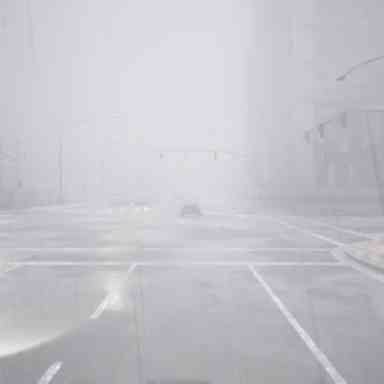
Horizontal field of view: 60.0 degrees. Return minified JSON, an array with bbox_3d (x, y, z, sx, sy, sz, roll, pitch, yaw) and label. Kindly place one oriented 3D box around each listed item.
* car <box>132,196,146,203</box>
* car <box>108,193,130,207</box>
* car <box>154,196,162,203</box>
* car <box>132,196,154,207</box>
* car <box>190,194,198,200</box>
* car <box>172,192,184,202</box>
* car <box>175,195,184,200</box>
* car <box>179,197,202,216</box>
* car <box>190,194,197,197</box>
[{"bbox_3d":[-10.338,1.458,64.958,1.994,1.385,4.181,0,0,1],"label":"car"},{"bbox_3d":[-10.634,1.142,49.091,2.150,2.045,5.566,0,0,2],"label":"car"},{"bbox_3d":[-6.842,1.444,64.571,2.033,1.411,5.357,0,0,1],"label":"car"},{"bbox_3d":[-7.154,1.486,48.527,1.994,1.385,4.181,0,0,1],"label":"car"},{"bbox_3d":[0.462,1.284,82.946,1.837,1.490,4.892,0,0,1],"label":"car"},{"bbox_3d":[-3.204,1.106,72.388,2.150,2.045,5.566,0,0,1],"label":"car"},{"bbox_3d":[-3.037,1.379,83.031,1.895,1.301,4.718,0,0,1],"label":"car"},{"bbox_3d":[-0.113,1.475,31.611,1.812,1.442,4.674,0,0,0],"label":"car"},{"bbox_3d":[0.299,1.404,72.576,2.128,1.511,4.902,0,0,1],"label":"car"}]
